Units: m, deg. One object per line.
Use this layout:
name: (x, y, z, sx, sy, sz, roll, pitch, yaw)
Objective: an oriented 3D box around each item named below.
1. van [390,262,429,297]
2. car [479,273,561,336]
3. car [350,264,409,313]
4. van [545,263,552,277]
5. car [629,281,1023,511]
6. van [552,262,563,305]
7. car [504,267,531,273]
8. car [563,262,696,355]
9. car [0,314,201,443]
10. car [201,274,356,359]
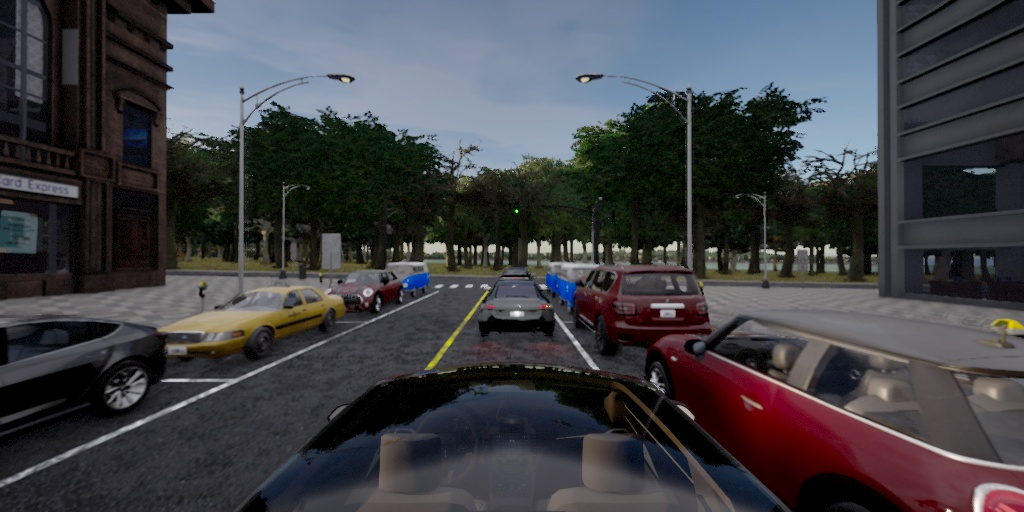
van: (-5.737, 1.238, 19.631, 1.690, 1.789, 3.998, 0, 0, 0)
car: (0.115, 1.388, 10.717, 1.994, 1.385, 4.181, 0, 0, 0)
car: (-5.745, 1.292, 14.193, 1.967, 1.591, 4.097, 0, 0, 0)
van: (2.788, 1.238, 19.618, 1.690, 1.789, 3.998, 0, 0, 0)
car: (2.764, 1.203, 3.306, 1.967, 1.591, 4.097, 0, 0, 0)
van: (2.780, 1.193, 14.180, 1.690, 1.789, 3.998, 0, 0, 0)
car: (0.376, 1.403, 21.306, 2.128, 1.511, 4.902, 0, 0, 6)
car: (2.772, 1.122, 8.743, 2.192, 1.841, 5.009, 0, 0, 0)
car: (-5.762, 1.328, 3.319, 1.948, 1.339, 4.313, 0, 0, 0)
car: (-5.754, 1.333, 8.586, 1.751, 1.417, 4.829, 0, 0, 0)
